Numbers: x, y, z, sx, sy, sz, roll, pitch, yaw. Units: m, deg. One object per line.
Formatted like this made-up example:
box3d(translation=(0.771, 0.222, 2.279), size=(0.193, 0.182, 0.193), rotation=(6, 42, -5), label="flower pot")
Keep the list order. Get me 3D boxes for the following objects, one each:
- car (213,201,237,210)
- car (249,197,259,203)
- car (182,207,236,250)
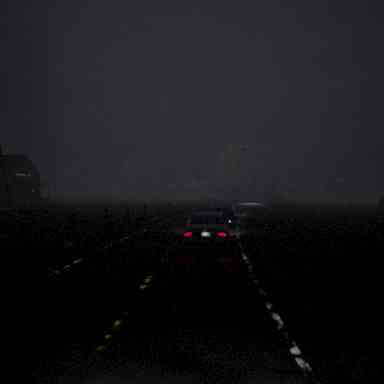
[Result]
box3d(translation=(2.834, 1.547, 29.181), size=(1.882, 1.535, 5.008), rotation=(0, 0, 11), label="car")
box3d(translation=(14.105, 1.829, 75.831), size=(1.895, 1.301, 4.718), rotation=(0, 0, 18), label="car")
box3d(translation=(0.709, 1.582, 14.471), size=(2.033, 1.411, 5.357), rotation=(0, 0, 5), label="car")
